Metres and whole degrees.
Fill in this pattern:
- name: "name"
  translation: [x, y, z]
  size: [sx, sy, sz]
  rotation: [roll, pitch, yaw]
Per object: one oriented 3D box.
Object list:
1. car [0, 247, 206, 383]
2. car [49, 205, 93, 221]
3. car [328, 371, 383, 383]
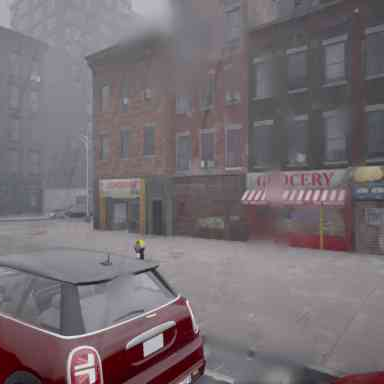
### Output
- name: "car"
  translation: [-1.929, 1.441, 4.219]
  size: [4.097, 1.590, 1.967]
  rotation: [0, 0, 36]
- name: "car"
  translation: [-11.567, 2.007, 32.804]
  size: [2.128, 1.511, 4.902]
  rotation: [-1, -2, 36]
- name: "car"
  translation: [2.533, 1.544, 0.998]
  size: [4.507, 1.381, 1.887]
  rotation: [0, 0, 36]
